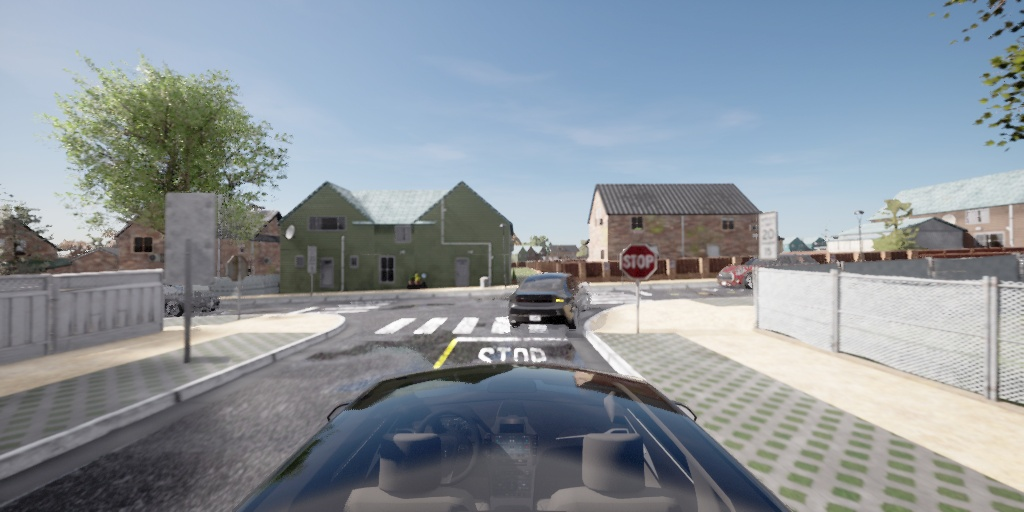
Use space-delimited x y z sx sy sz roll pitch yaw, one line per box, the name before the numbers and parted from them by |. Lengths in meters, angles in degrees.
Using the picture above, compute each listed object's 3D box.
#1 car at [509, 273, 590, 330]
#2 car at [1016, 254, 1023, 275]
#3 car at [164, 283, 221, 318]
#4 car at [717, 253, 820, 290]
car | 1.308 1.300 11.531 1.837 1.490 4.892 -2 0 17
car | 26.999 0.373 17.894 4.674 1.442 1.812 -2 -1 0
car | -15.176 1.874 15.277 4.674 1.442 1.812 -2 -1 0
car | 12.867 0.705 18.010 4.553 1.767 2.097 -2 -1 0
